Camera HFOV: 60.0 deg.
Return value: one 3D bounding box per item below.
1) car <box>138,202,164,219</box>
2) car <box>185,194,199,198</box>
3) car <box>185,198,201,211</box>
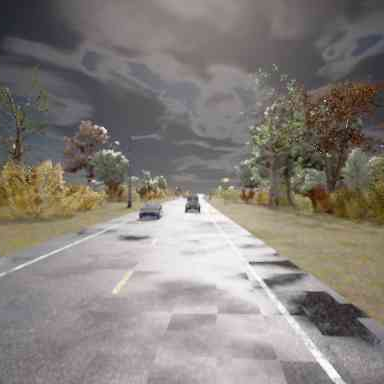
[{"bbox_3d":[-3.604,1.654,30.212,2.033,1.411,5.357,0,0,0],"label":"car"},{"bbox_3d":[0.221,1.434,62.927,2.150,2.045,5.566,0,0,0],"label":"car"},{"bbox_3d":[0.123,1.746,42.100,1.895,1.301,4.718,0,0,0],"label":"car"}]
